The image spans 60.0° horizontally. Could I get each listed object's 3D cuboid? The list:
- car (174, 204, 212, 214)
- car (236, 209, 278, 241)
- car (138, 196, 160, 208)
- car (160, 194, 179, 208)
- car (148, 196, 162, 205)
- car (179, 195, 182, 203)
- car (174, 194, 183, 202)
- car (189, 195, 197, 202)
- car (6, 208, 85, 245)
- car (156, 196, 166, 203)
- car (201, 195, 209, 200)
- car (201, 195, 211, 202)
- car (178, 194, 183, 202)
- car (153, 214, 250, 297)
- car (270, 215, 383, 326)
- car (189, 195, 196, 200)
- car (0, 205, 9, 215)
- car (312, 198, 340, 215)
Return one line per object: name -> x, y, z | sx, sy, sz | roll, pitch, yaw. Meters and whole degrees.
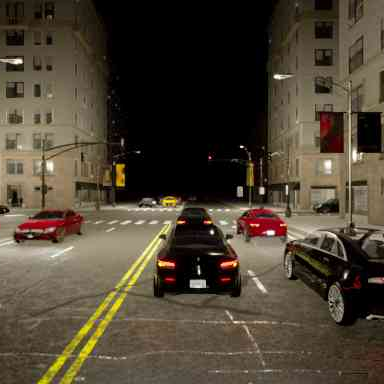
car -> 0.125, 1.529, 17.334 | 1.812, 1.442, 4.674 | 0, 0, 0
car -> 3.273, 1.528, 16.122 | 1.812, 1.442, 4.674 | 0, 0, 0
car -> -6.492, 1.563, 49.125 | 2.033, 1.411, 5.357 | 0, 0, 4
car -> -3.277, 1.493, 49.414 | 1.882, 1.535, 5.008 | 0, 0, -1
car -> -6.487, 1.522, 58.864 | 1.837, 1.490, 4.892 | 0, 0, 0
car -> -3.237, 1.618, 58.752 | 1.895, 1.301, 4.718 | 0, 0, 0
car -> -3.127, 1.350, 78.165 | 2.097, 1.767, 4.553 | 0, 0, 0
car -> 0.124, 1.609, 78.514 | 1.895, 1.301, 4.718 | 0, 0, 0
car -> -6.525, 1.528, 15.805 | 1.812, 1.442, 4.674 | 0, 0, 1
car -> -6.392, 1.544, 69.017 | 1.812, 1.442, 4.674 | 0, 0, 0
car -> 3.389, 1.438, 88.482 | 1.994, 1.385, 4.181 | 0, 0, 0
car -> 3.373, 1.553, 78.062 | 2.033, 1.411, 5.357 | 0, 0, 0
car -> -3.154, 1.370, 68.204 | 2.097, 1.767, 4.553 | 0, 0, 0
car -> 0.109, 1.527, 8.425 | 1.812, 1.442, 4.674 | 0, 0, 0
car -> 3.348, 1.492, 7.027 | 2.128, 1.511, 4.902 | 0, 0, 1
car -> 0.139, 1.438, 88.487 | 1.994, 1.385, 4.181 | 0, 0, 0
car -> -19.708, 1.546, 31.626 | 4.181, 1.385, 1.994 | 0, 0, 1
car -> 14.814, 1.409, 34.384 | 4.553, 1.767, 2.097 | 0, 0, 1
